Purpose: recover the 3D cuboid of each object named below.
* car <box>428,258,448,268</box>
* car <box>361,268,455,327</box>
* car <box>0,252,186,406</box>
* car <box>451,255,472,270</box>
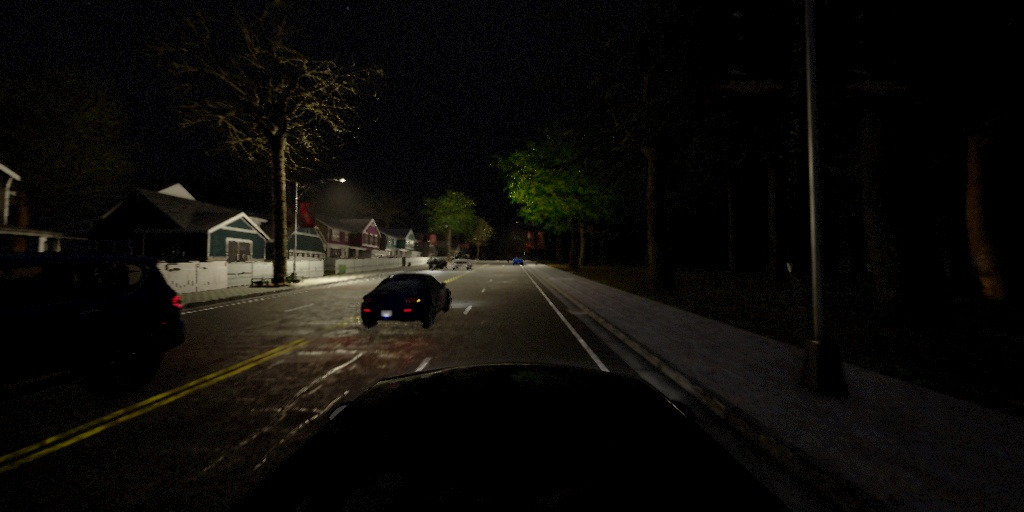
[{"bbox_3d":[-9.826,1.081,47.705,2.128,1.511,4.902,0,0,0],"label":"car"},{"bbox_3d":[-3.149,1.264,11.303,1.812,1.442,4.674,0,0,0],"label":"car"},{"bbox_3d":[-6.599,0.971,3.719,2.150,2.045,5.566,0,0,0],"label":"car"},{"bbox_3d":[-6.575,0.813,47.603,2.150,2.045,5.566,0,0,0],"label":"car"}]
